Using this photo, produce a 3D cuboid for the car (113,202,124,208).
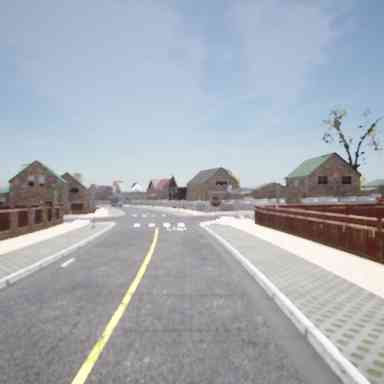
[{"bbox_3d":[-17.376,3.009,78.047,1.812,1.442,4.674,0,-1,-22],"label":"car"}]
